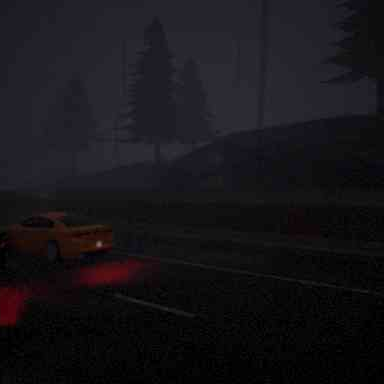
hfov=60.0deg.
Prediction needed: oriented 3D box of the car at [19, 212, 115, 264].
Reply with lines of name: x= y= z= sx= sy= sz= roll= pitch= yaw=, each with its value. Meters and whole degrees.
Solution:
car: x=-4.897 y=1.460 z=11.791 sx=5.008 sy=1.535 sz=1.882 roll=0 pitch=0 yaw=36

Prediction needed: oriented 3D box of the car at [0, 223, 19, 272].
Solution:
car: x=-6.937 y=1.459 z=8.948 sx=5.008 sy=1.535 sz=1.882 roll=0 pitch=0 yaw=36
